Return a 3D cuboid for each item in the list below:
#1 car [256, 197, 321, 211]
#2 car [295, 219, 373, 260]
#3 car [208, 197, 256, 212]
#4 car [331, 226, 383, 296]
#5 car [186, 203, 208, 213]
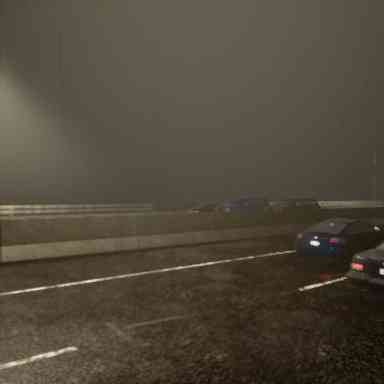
[{"bbox_3d":[8.191,1.435,27.082,5.566,2.045,2.150,1,0,-35],"label":"car"},{"bbox_3d":[5.678,1.675,12.119,4.181,1.385,1.994,1,0,-36],"label":"car"},{"bbox_3d":[4.466,1.415,28.712,5.566,2.045,2.150,1,0,-36],"label":"car"},{"bbox_3d":[5.829,1.636,7.922,5.357,1.411,2.033,1,0,-36],"label":"car"},{"bbox_3d":[1.602,1.710,30.965,4.674,1.442,1.812,1,0,-36],"label":"car"}]
